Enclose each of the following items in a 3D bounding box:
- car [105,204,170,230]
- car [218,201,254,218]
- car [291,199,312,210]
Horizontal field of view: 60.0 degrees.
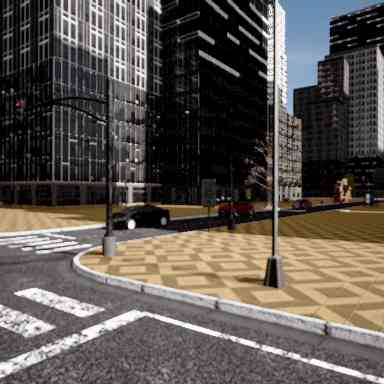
[{"bbox_3d":[-3.562,1.601,22.502,1.882,1.535,5.008,0,0,36],"label":"car"},{"bbox_3d":[4.430,1.660,33.208,1.882,1.535,5.008,0,0,37],"label":"car"},{"bbox_3d":[16.197,1.795,48.847,1.812,1.442,4.674,0,0,37],"label":"car"}]
